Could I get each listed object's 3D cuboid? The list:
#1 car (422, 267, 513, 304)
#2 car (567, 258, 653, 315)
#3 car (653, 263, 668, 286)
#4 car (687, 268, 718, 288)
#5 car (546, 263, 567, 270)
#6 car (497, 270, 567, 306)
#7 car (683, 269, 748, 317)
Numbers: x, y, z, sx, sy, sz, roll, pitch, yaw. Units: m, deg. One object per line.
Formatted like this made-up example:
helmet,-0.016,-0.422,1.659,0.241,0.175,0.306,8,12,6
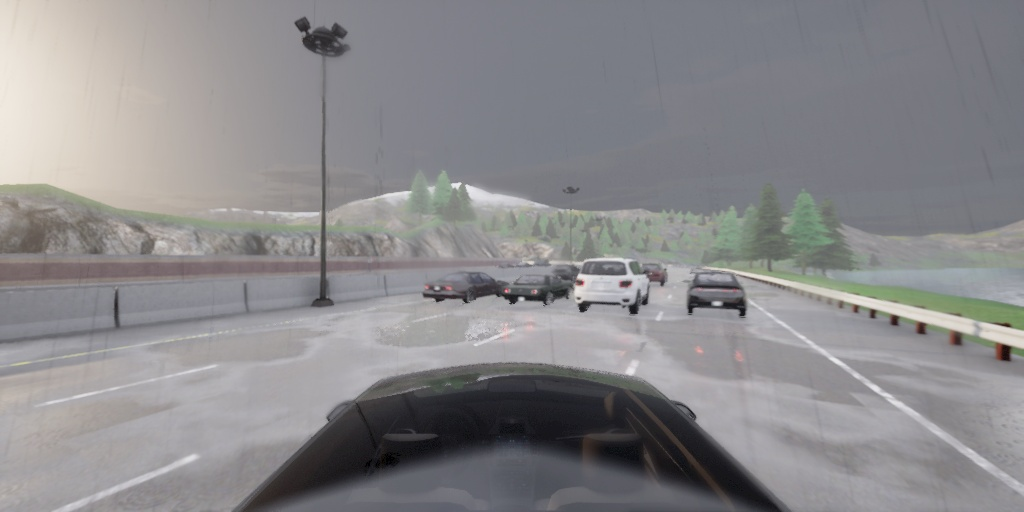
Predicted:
car,-2.072,1.461,17.661,2.033,1.411,5.357,0,-1,27
car,4.227,1.103,14.610,2.150,2.045,5.566,0,0,27
car,11.250,1.367,28.811,2.097,1.767,4.553,0,-1,27
car,14.308,1.598,27.100,1.895,1.301,4.718,0,-1,27
car,5.012,1.560,31.985,1.837,1.490,4.892,0,0,27
car,1.389,1.503,16.751,1.895,1.301,4.718,0,-1,27
car,7.780,1.360,13.880,2.128,1.511,4.902,0,-1,27
